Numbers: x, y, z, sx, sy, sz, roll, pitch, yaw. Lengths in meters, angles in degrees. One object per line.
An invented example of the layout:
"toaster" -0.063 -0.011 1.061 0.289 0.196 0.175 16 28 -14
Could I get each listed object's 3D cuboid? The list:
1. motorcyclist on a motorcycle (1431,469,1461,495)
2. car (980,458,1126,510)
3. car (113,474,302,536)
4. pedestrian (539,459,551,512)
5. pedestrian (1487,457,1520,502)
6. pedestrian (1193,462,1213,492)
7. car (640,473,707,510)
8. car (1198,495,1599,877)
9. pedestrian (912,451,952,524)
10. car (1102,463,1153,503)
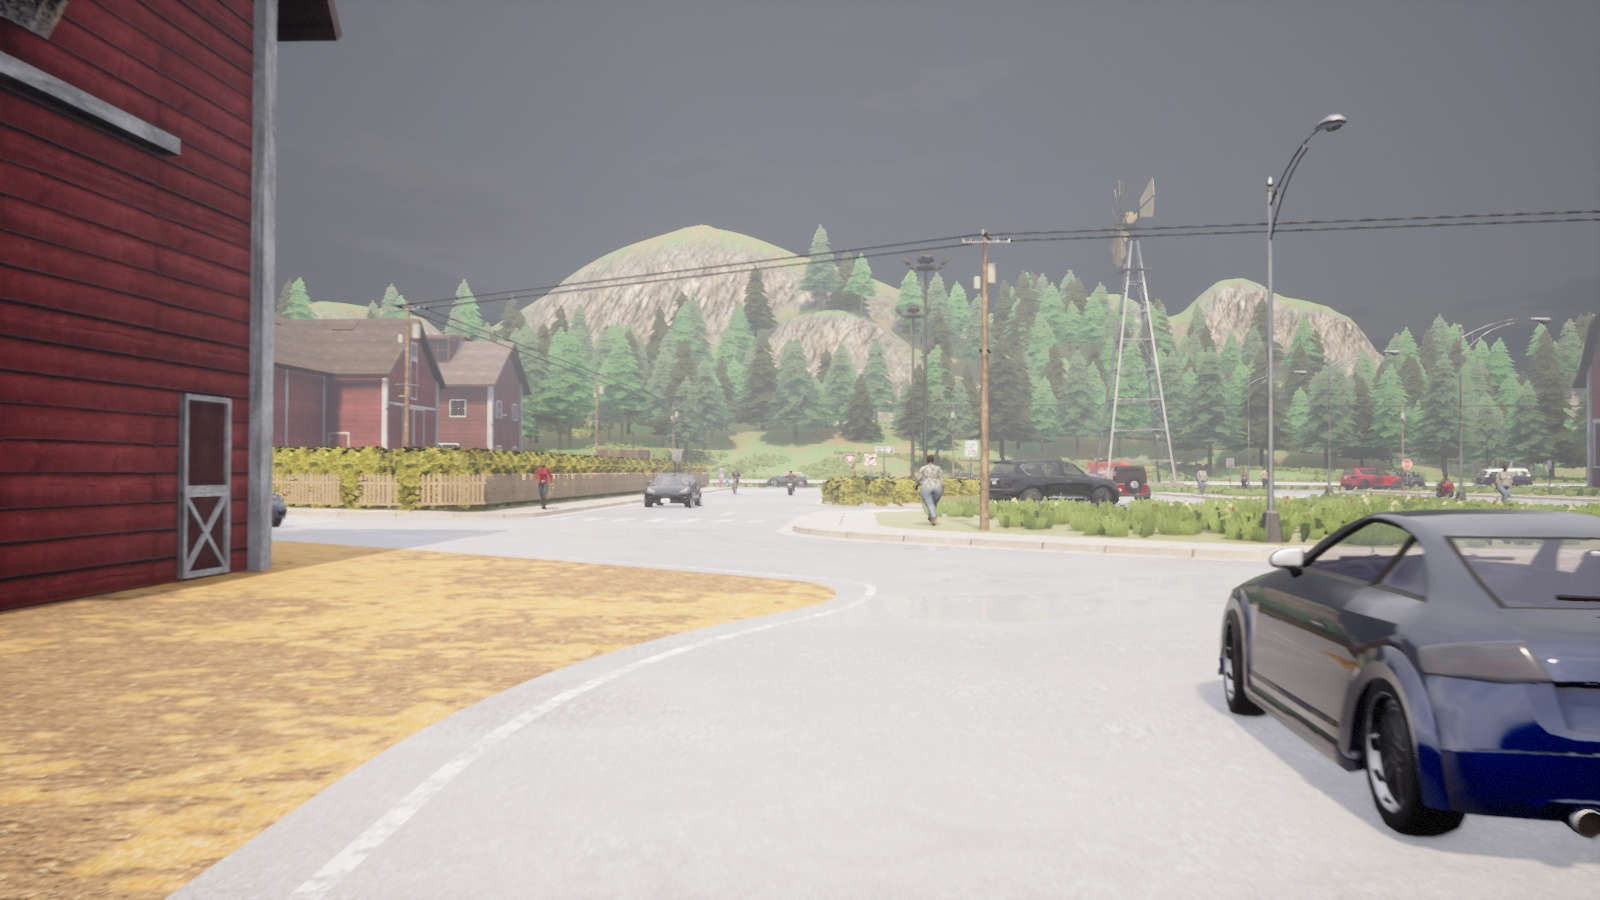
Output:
"motorcyclist on a motorcycle" 38.913 1.909 75.661 0.797 1.523 2.044 0 -1 2
"car" 10.341 1.351 51.300 5.566 2.045 2.150 0 -1 -21
"car" -14.708 1.315 31.125 4.674 1.442 1.812 -1 -1 29
"pedestrian" -8.996 1.248 44.324 0.331 1.846 0.636 0 -1 -2
"pedestrian" 29.704 1.240 53.008 0.874 1.855 0.900 0 -1 1
"pedestrian" 25.342 1.690 78.968 0.874 1.855 0.900 0 -1 -3
"car" -5.344 1.733 53.633 2.163 1.488 4.792 0 -1 3
"car" 3.654 0.979 6.881 1.994 1.385 4.181 0 -1 6
"pedestrian" 3.380 0.962 32.255 0.874 1.855 0.900 0 -1 -4
"car" 15.815 1.566 60.784 1.905 1.878 3.866 0 -1 7
